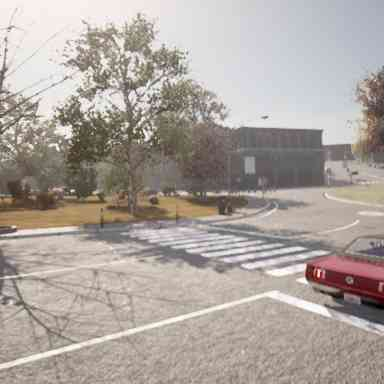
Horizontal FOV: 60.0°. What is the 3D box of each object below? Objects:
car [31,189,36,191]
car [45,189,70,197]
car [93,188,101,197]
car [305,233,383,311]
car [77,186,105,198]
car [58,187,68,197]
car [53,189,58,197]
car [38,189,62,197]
[{"bbox_3d":[-37.954,0.077,78.280,2.097,1.535,5.008,0,3,19],"label":"car"},{"bbox_3d":[-28.660,0.204,70.878,2.231,1.521,4.892,-1,2,18],"label":"car"},{"bbox_3d":[-16.886,0.175,61.657,1.946,1.575,5.366,-1,2,17],"label":"car"},{"bbox_3d":[4.597,1.537,7.007,4.718,1.301,1.895,-1,0,-35],"label":"car"},{"bbox_3d":[-19.224,-0.054,63.651,2.435,2.045,5.566,-2,2,17],"label":"car"},{"bbox_3d":[-23.954,0.252,67.210,2.163,1.488,4.792,-1,2,17],"label":"car"},{"bbox_3d":[-26.316,-0.033,69.017,2.435,2.045,5.566,-1,2,18],"label":"car"},{"bbox_3d":[-30.987,0.176,72.722,2.097,1.535,5.008,0,3,18],"label":"car"}]
